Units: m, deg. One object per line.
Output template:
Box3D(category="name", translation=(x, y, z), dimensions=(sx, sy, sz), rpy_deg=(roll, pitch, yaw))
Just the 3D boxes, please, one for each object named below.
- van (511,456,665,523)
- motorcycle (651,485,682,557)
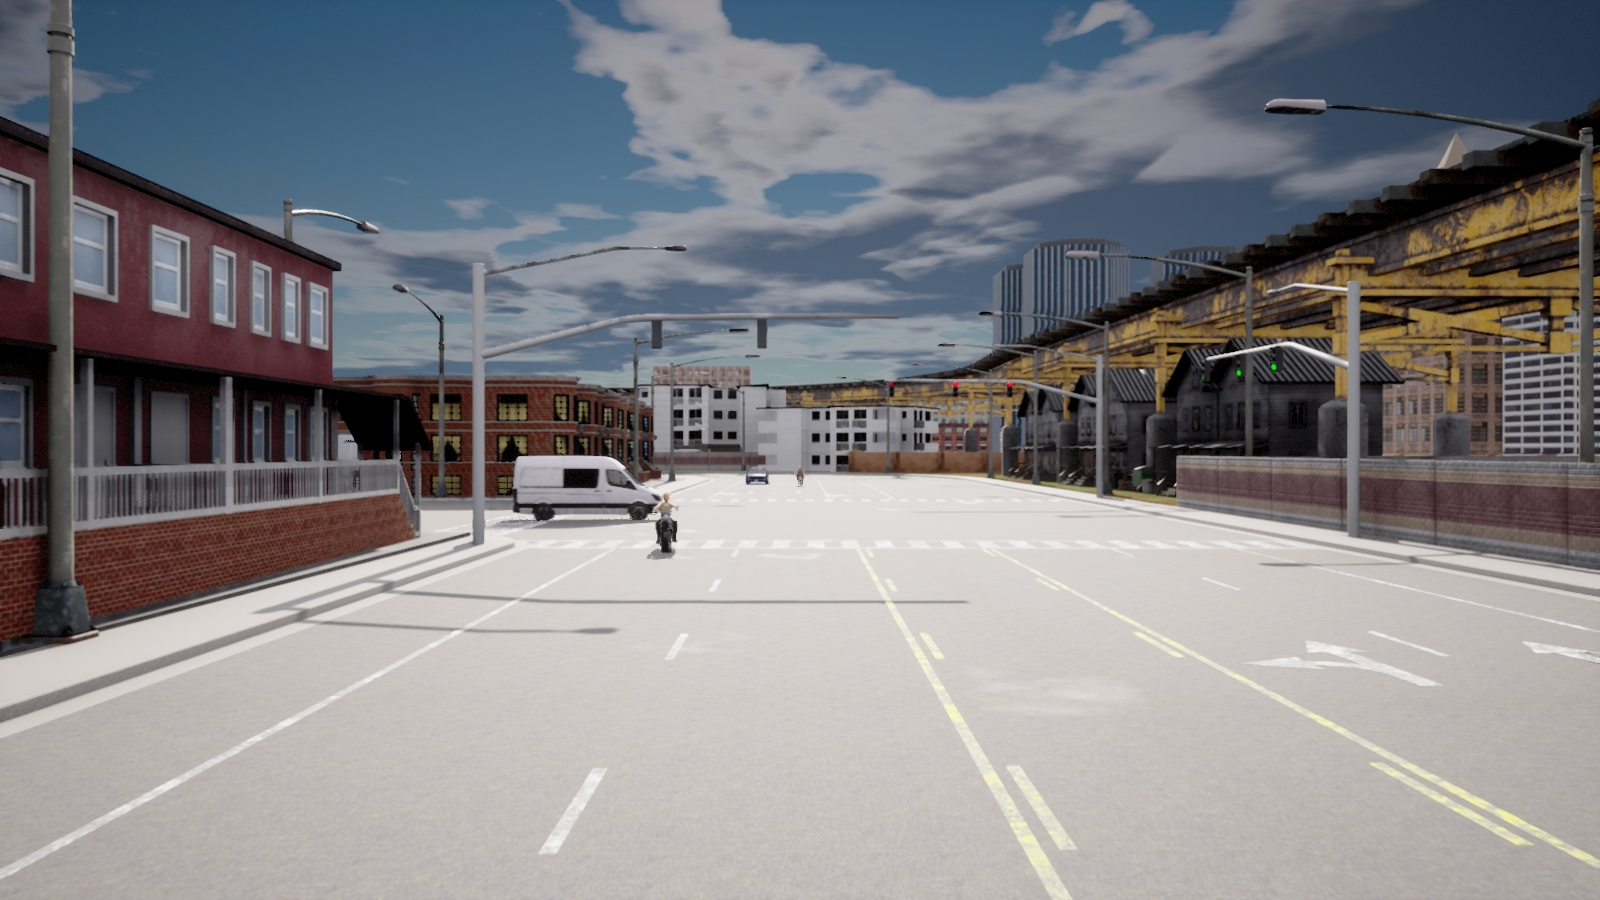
Box3D(category="van", translation=(-8.413, 1.526, 45.619), dimensions=(5.915, 2.561, 1.988), rpy_deg=(0, 0, -8))
Box3D(category="motorcycle", translation=(-3.648, 1.901, 31.340), dimensions=(0.764, 1.802, 2.356), rpy_deg=(-1, 0, -6))
